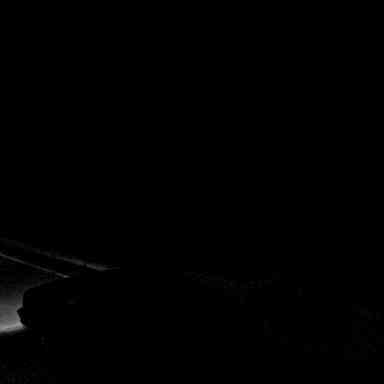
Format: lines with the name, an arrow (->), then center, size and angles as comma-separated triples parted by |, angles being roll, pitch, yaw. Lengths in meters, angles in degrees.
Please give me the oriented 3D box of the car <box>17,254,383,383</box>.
car -> -0.091, 1.548, 4.184 | 5.357, 1.411, 2.033 | 0, 0, 38
